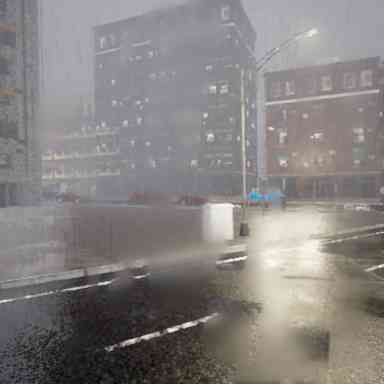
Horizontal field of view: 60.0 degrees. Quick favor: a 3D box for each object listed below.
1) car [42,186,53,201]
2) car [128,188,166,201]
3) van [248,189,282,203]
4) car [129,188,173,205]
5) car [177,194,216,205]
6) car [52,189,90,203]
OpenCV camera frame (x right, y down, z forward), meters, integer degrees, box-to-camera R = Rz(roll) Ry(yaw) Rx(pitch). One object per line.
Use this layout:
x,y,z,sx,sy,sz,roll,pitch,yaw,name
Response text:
-21.116,0.205,47.674,5.566,2.045,2.150,0,1,24,car
-6.461,0.304,47.606,5.009,1.841,2.192,1,0,23,car
9.060,0.473,40.930,3.998,1.788,1.690,1,0,23,van
-4.692,0.513,37.725,5.009,1.841,2.192,1,0,23,car
0.479,0.827,35.500,4.206,1.307,1.802,1,0,23,car
-15.048,0.644,42.179,4.507,1.381,1.887,1,0,23,car
